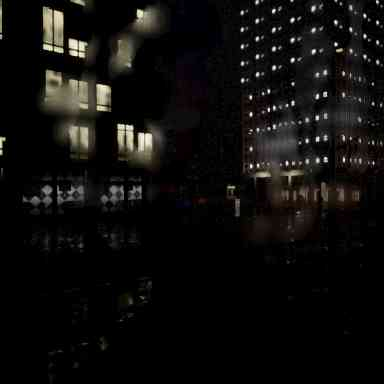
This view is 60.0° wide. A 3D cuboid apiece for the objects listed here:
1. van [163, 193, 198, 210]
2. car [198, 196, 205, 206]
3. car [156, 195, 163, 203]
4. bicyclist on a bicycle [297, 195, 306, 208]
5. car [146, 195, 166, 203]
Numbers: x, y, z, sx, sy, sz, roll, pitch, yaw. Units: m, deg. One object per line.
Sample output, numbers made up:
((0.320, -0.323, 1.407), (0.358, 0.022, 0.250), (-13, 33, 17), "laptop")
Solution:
((-1.440, 1.210, 40.266), (1.690, 1.788, 3.998), (0, 0, -34), "van")
((-0.084, 1.269, 48.567), (1.882, 1.535, 5.008), (-1, 1, -34), "car")
((-3.842, 1.035, 58.721), (2.192, 1.841, 5.009), (0, 0, -34), "car")
((12.950, 1.117, 39.221), (1.656, 1.620, 0.582), (-1, 1, -34), "bicyclist on a bicycle")
((-6.954, 1.238, 63.305), (1.887, 1.381, 4.507), (0, 0, -34), "car")
